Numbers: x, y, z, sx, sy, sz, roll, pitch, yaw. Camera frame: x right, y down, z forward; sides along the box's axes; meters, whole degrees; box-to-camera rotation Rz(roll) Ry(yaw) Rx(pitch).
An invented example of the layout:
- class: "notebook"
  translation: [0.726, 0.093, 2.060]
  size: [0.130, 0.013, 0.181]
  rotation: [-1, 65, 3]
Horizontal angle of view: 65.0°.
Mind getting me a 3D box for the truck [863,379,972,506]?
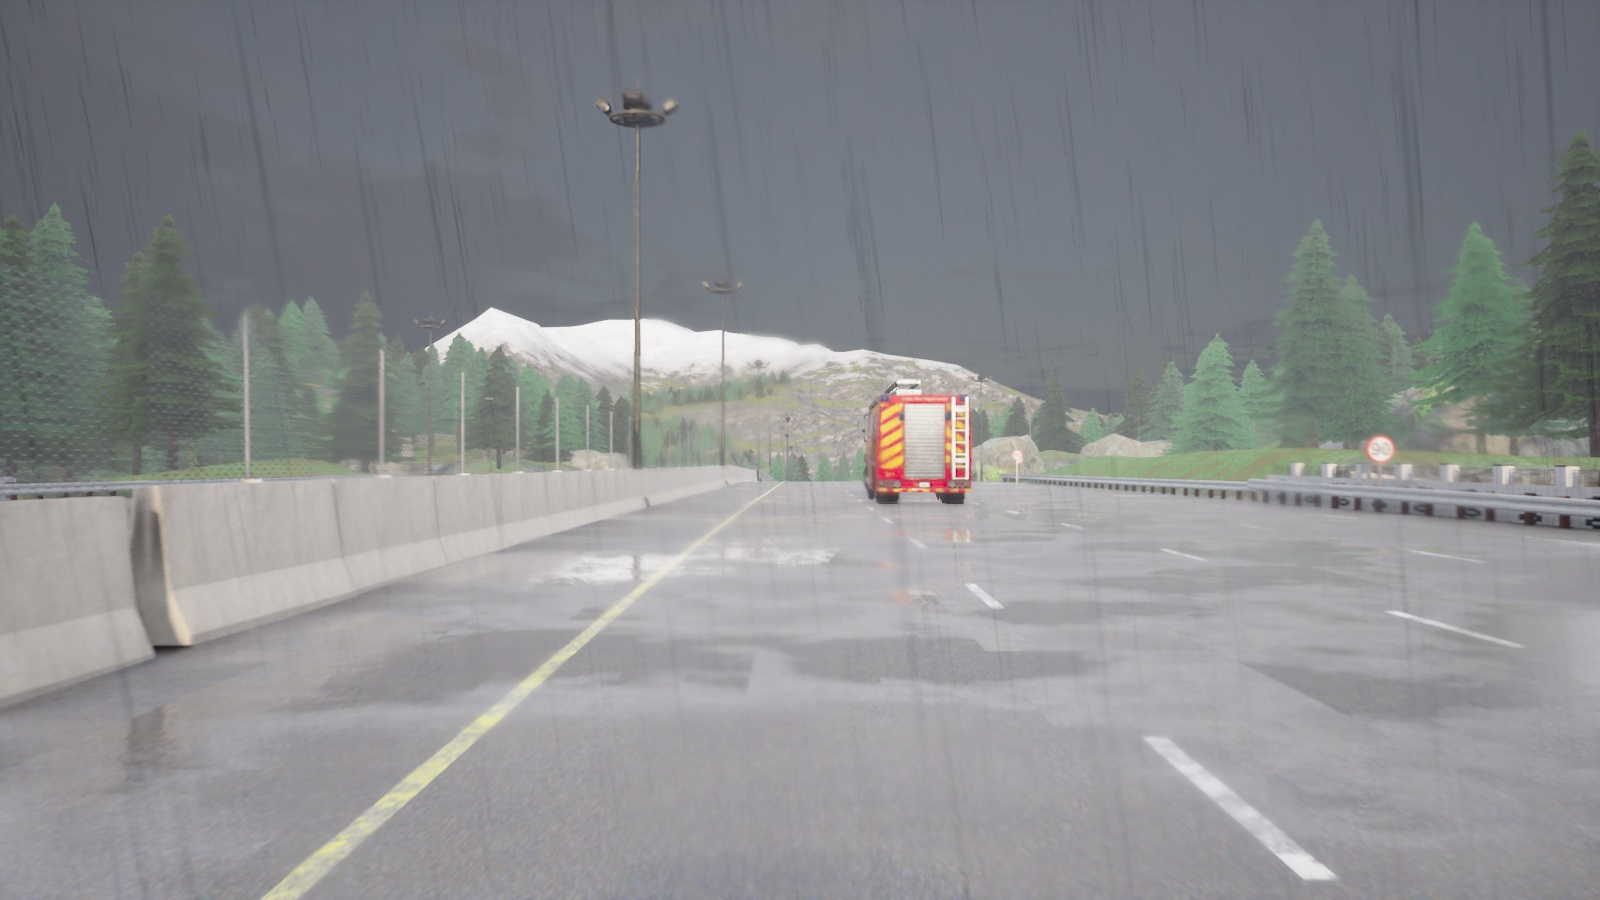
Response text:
- class: "truck"
  translation: [3.756, -0.191, 42.090]
  size: [2.891, 3.827, 8.468]
  rotation: [0, -1, 0]
